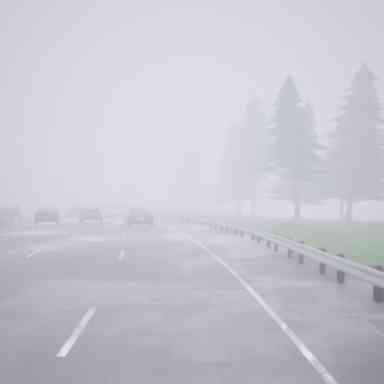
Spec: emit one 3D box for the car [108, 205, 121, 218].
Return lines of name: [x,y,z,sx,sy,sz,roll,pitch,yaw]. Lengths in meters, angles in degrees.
car: [-8.591,2.161,37.551,1.895,1.301,4.718,0,-1,-25]

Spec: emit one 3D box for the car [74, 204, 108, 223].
car: [-9.303,1.960,30.387,2.128,1.511,4.902,0,-1,-22]

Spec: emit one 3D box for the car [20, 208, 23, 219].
car: [-19.309,2.148,35.834,2.033,1.411,5.357,0,-1,-27]

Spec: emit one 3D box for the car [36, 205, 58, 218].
car: [-17.008,2.229,38.880,1.895,1.301,4.718,0,-1,-29]

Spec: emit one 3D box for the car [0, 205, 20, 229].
car: [-14.826,1.978,25.237,2.033,1.411,5.357,0,-1,-19]

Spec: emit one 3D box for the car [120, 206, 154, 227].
car: [-4.276,1.947,26.357,1.994,1.385,4.181,0,-1,-17]

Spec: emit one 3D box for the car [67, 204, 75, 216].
car: [-14.060,2.161,40.768,1.812,1.442,4.674,0,-1,-28]

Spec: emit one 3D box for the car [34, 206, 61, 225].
car: [-12.269,1.935,28.376,1.882,1.535,5.008,0,-1,-21]
